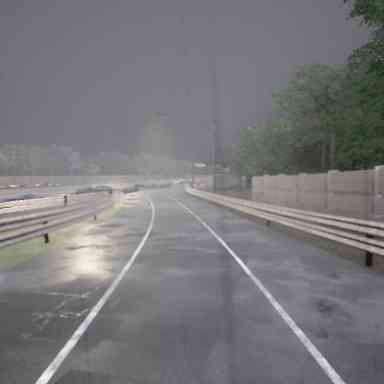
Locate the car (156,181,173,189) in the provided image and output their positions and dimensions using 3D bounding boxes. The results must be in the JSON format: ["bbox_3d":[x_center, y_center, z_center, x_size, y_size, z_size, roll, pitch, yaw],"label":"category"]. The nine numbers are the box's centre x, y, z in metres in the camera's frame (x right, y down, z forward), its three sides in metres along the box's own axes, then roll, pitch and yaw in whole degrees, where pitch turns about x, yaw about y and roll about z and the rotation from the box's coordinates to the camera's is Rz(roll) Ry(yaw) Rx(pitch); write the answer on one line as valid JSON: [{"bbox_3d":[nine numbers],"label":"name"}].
[{"bbox_3d":[-6.747,-1.637,84.505,1.882,1.535,5.008,0,3,14],"label":"car"}]

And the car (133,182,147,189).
[{"bbox_3d":[-13.536,-1.661,86.209,1.837,1.490,4.892,0,3,14],"label":"car"}]

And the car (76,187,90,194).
[{"bbox_3d":[-19.518,-0.328,62.303,2.033,1.411,5.357,0,3,14],"label":"car"}]

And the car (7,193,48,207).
[{"bbox_3d":[-18.492,0.899,37.570,1.882,1.535,5.008,0,3,14],"label":"car"}]

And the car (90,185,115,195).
[{"bbox_3d":[-16.132,-0.499,61.410,2.097,1.767,4.553,0,3,14],"label":"car"}]

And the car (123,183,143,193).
[{"bbox_3d":[-11.695,-0.487,64.728,1.994,1.385,4.181,0,3,14],"label":"car"}]

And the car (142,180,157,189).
[{"bbox_3d":[-10.141,-1.613,85.363,2.128,1.511,4.902,0,3,14],"label":"car"}]
